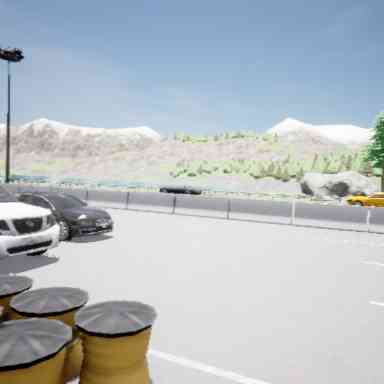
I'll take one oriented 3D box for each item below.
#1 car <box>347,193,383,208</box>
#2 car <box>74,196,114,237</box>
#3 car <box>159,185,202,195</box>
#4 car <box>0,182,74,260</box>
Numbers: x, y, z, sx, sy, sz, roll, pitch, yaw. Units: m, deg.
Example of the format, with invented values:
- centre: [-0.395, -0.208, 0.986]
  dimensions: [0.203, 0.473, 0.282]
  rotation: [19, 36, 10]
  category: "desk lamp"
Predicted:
- centre: [16.371, 0.786, 29.250]
  dimensions: [5.008, 1.535, 1.882]
  rotation: [4, 3, 25]
  category: "car"
- centre: [-5.073, 0.747, 11.970]
  dimensions: [4.892, 1.490, 1.837]
  rotation: [3, 3, 25]
  category: "car"
- centre: [-1.348, -0.155, 37.461]
  dimensions: [4.718, 1.301, 1.895]
  rotation: [3, 3, 25]
  category: "car"
- centre: [-6.027, 0.579, 8.548]
  dimensions: [5.566, 2.045, 2.150]
  rotation: [3, 3, 25]
  category: "car"
